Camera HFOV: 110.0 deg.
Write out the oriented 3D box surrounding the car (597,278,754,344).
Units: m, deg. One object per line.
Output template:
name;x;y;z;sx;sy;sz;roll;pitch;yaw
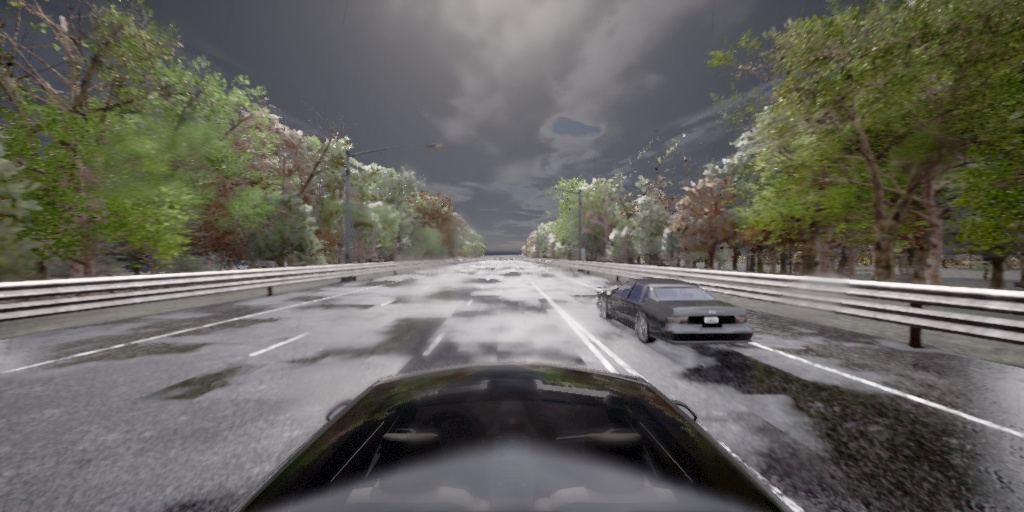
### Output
car;3.799;1.296;9.503;2.033;1.411;5.357;0;0;-2
